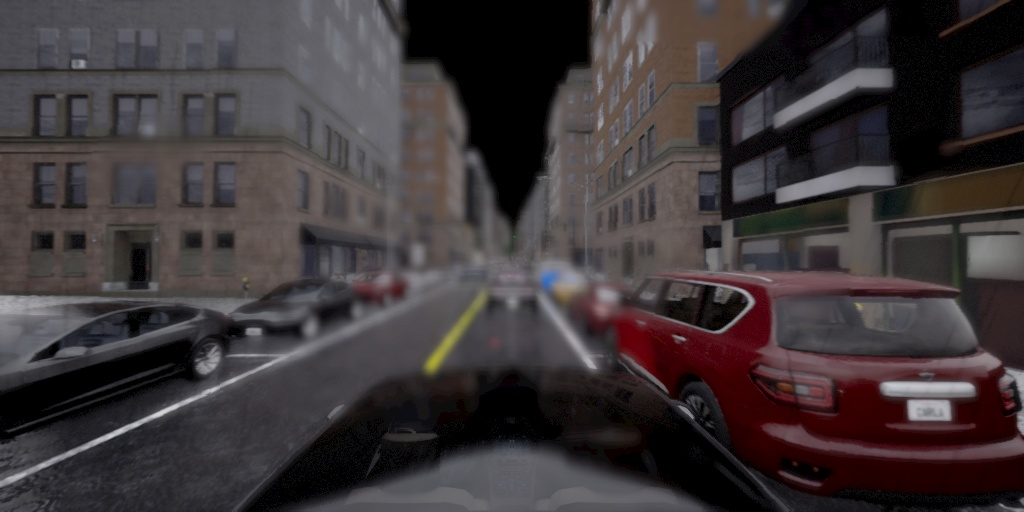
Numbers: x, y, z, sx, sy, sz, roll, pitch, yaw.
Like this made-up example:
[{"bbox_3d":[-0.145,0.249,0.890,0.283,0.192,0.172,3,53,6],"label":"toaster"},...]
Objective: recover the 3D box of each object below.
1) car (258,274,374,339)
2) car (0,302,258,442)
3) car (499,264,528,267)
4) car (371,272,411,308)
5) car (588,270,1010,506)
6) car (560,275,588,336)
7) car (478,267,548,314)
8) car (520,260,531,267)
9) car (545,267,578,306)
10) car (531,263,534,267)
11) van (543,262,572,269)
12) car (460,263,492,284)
[{"bbox_3d":[-5.858,1.388,10.351,1.948,1.339,4.313,0,0,0],"label":"car"},{"bbox_3d":[-5.857,1.340,4.678,1.948,1.339,4.313,0,0,0],"label":"car"},{"bbox_3d":[0.037,1.576,28.622,1.895,1.301,4.718,0,0,1],"label":"car"},{"bbox_3d":[-5.859,1.415,16.023,1.888,1.381,4.507,0,0,0],"label":"car"},{"bbox_3d":[2.668,1.090,4.675,2.192,1.841,5.009,0,0,0],"label":"car"},{"bbox_3d":[2.668,1.405,10.348,1.802,1.307,4.207,0,0,0],"label":"car"},{"bbox_3d":[0.044,1.347,14.250,2.128,1.511,4.902,0,0,1],"label":"car"},{"bbox_3d":[2.973,1.841,65.031,1.948,1.339,4.313,0,0,1],"label":"car"},{"bbox_3d":[2.667,1.396,16.192,1.751,1.417,4.829,0,0,0],"label":"car"},{"bbox_3d":[2.665,1.491,27.538,1.751,1.417,4.829,0,0,0],"label":"car"},{"bbox_3d":[2.666,1.259,21.695,1.690,1.789,3.998,0,0,0],"label":"van"},{"bbox_3d":[-3.053,1.550,29.782,1.994,1.385,4.181,0,-1,0],"label":"car"}]
